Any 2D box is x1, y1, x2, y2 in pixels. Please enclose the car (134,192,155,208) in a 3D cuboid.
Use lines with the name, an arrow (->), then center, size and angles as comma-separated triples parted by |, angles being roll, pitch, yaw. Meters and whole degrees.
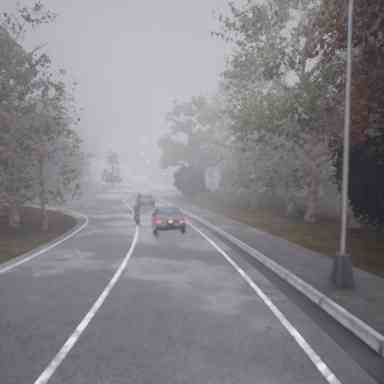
car -> -5.266, 0.792, 36.698 | 2.128, 1.511, 4.902 | -1, 4, -15

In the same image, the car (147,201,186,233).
car -> -1.477, 1.546, 19.830 | 2.033, 1.411, 5.357 | -1, 1, -8
